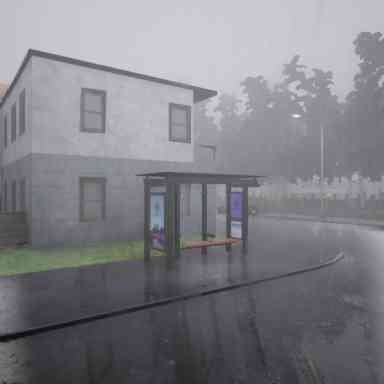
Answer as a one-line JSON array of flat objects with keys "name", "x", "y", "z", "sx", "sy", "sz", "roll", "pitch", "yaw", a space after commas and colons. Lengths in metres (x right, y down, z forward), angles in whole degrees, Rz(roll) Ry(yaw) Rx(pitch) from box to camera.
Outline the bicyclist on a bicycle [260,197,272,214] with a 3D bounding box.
[{"name": "bicyclist on a bicycle", "x": 7.200, "y": 1.349, "z": 32.448, "sx": 1.656, "sy": 1.620, "sz": 0.582, "roll": 0, "pitch": 0, "yaw": -35}]

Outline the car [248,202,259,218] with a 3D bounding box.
[{"name": "car", "x": 3.788, "y": 1.477, "z": 29.908, "sx": 1.882, "sy": 1.535, "sz": 5.008, "roll": 0, "pitch": 0, "yaw": -35}]
